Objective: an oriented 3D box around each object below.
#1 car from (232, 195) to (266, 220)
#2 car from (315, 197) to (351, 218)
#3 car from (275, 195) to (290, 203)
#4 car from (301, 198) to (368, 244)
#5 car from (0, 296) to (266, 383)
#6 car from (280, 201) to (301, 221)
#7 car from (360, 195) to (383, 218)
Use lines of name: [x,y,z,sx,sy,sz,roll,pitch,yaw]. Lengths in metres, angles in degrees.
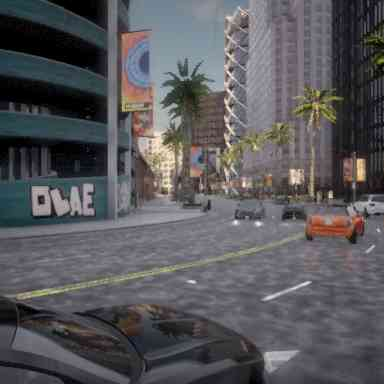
car: [4.970,1.385,27.990,2.097,1.767,4.553,0,0,18]
car: [12.879,1.349,30.692,2.097,1.767,4.553,0,0,11]
car: [18.161,1.436,67.071,2.231,1.521,4.892,0,0,-4]
car: [7.088,1.358,16.238,2.097,1.767,4.553,0,0,33]
car: [-1.630,1.475,2.116,5.008,1.535,1.882,0,0,-35]
car: [8.280,1.638,26.853,1.895,1.301,4.718,0,0,18]
car: [16.327,1.243,30.090,2.150,2.045,5.566,0,0,11]
